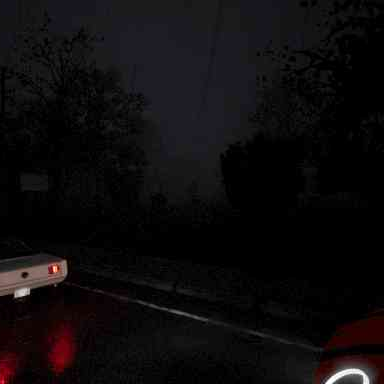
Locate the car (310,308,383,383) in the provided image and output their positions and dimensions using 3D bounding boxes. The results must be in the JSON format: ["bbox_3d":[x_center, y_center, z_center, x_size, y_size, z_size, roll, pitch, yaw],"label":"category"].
[{"bbox_3d":[3.029,1.352,1.867,4.553,1.767,2.097,0,0,35],"label":"car"}]

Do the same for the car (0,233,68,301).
[{"bbox_3d":[-4.995,1.601,7.542,4.718,1.301,1.895,0,0,35],"label":"car"}]
